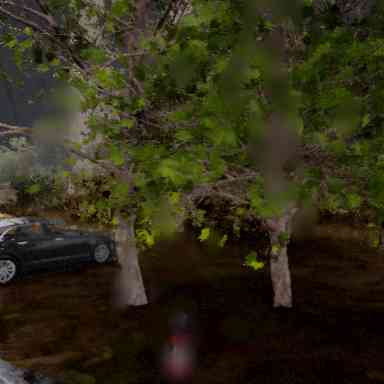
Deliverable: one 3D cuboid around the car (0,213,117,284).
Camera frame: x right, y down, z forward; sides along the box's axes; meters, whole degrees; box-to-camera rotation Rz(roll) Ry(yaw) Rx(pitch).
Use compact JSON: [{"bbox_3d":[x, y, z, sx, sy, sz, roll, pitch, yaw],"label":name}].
[{"bbox_3d":[-4.370,1.478,9.562,2.231,1.521,4.892,0,0,36],"label":"car"}]
